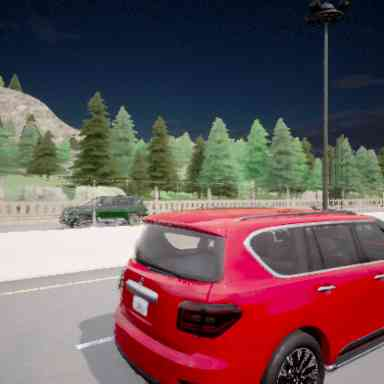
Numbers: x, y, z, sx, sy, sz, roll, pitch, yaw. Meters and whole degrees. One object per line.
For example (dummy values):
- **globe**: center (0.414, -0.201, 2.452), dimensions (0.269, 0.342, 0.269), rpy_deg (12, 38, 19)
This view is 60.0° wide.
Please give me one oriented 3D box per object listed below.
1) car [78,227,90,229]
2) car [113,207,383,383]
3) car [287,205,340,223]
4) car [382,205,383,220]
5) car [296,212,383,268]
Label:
- **car**: center (-5.548, 1.287, 21.533), dimensions (5.566, 2.045, 2.150), rpy_deg (1, 0, -35)
- **car**: center (1.655, 1.257, 4.926), dimensions (5.566, 2.045, 2.150), rpy_deg (0, 0, -35)
- **car**: center (10.487, 1.813, 28.642), dimensions (4.718, 1.301, 1.895), rpy_deg (1, 0, -35)
- **car**: center (19.741, 1.888, 30.874), dimensions (4.718, 1.301, 1.895), rpy_deg (1, 0, -35)
- **car**: center (6.239, 1.609, 12.502), dimensions (4.892, 1.490, 1.837), rpy_deg (0, 0, -36)
